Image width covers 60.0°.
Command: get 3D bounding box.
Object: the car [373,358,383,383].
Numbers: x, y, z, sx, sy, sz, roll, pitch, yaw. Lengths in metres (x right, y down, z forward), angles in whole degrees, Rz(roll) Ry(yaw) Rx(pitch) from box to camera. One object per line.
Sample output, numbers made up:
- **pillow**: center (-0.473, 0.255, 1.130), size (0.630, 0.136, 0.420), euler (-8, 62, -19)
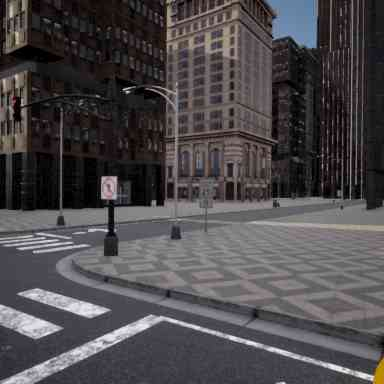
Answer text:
- **car**: center (3.469, 1.478, 1.219), size (5.008, 1.535, 1.882), euler (0, 0, 35)
